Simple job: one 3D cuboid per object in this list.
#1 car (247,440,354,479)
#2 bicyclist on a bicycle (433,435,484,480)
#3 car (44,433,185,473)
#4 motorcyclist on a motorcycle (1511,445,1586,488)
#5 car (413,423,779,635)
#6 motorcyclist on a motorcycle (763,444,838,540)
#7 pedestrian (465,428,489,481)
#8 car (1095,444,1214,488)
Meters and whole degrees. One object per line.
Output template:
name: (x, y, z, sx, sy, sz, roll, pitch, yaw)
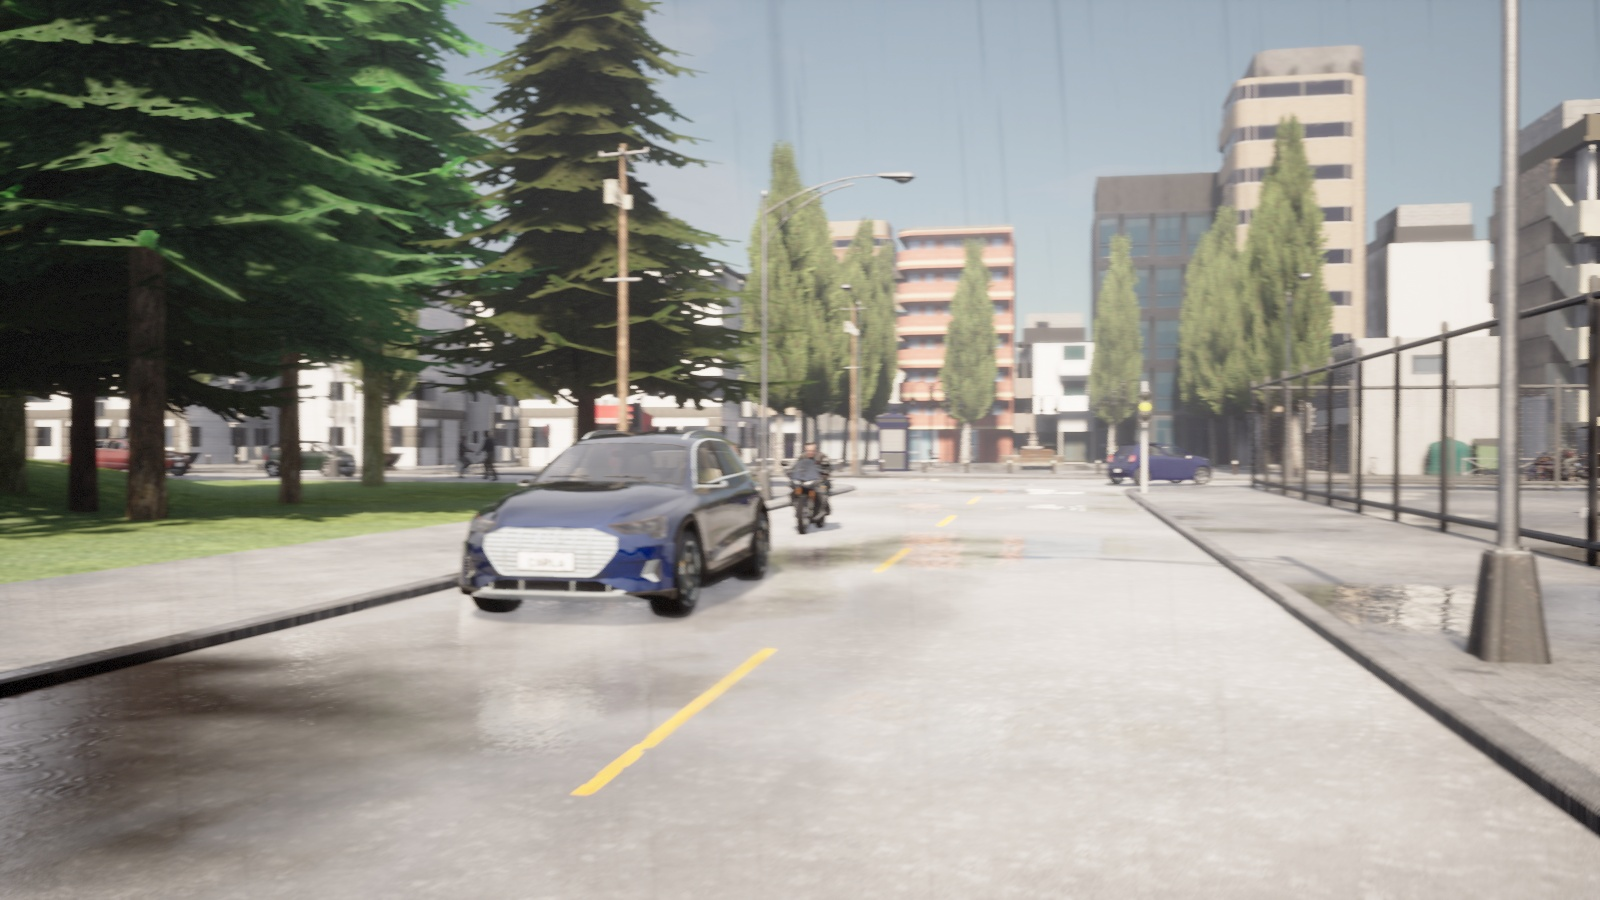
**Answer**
car: (-20.459, 0.357, 51.458, 3.705, 1.549, 1.789, 0, 0, 11)
bicyclist on a bicycle: (-13.640, 0.279, 50.157, 1.843, 1.776, 0.659, 0, 0, 11)
car: (-28.969, 0.119, 53.113, 5.027, 1.651, 2.152, 0, 0, 11)
motorcyclist on a motorcycle: (27.556, 0.603, 46.252, 2.191, 1.530, 0.866, 0, 0, 11)
car: (-1.678, 0.599, 12.320, 2.033, 1.649, 4.856, 0, 0, 10)
motorcyclist on a motorcycle: (0.042, 0.658, 21.159, 0.866, 1.530, 2.191, 0, 0, 11)
pedestrian: (-11.330, 0.161, 44.078, 0.726, 1.835, 0.370, 0, 0, 10)
car: (12.541, 0.542, 44.461, 3.633, 1.501, 1.845, 0, 0, -19)
